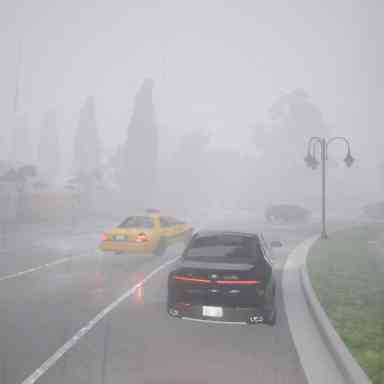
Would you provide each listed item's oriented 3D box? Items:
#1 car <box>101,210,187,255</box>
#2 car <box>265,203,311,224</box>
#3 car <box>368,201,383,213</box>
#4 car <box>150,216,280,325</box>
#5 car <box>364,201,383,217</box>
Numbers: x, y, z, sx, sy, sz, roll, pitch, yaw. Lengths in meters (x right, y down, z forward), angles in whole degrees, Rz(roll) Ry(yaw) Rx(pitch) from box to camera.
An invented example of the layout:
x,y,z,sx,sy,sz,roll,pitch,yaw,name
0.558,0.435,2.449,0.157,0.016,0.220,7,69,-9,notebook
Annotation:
x,y,z,sx,sy,sz,roll,pitch,yaw,name
-1.434,1.489,13.125,1.801,1.575,5.366,0,0,20,car
7.724,1.672,26.517,4.892,1.490,1.837,1,-1,-44,car
25.646,1.942,44.130,5.008,1.535,1.882,1,-1,-34,car
0.844,1.511,7.242,1.837,1.490,4.892,0,0,13,car
20.762,1.827,36.264,5.008,1.535,1.882,1,-1,-35,car
